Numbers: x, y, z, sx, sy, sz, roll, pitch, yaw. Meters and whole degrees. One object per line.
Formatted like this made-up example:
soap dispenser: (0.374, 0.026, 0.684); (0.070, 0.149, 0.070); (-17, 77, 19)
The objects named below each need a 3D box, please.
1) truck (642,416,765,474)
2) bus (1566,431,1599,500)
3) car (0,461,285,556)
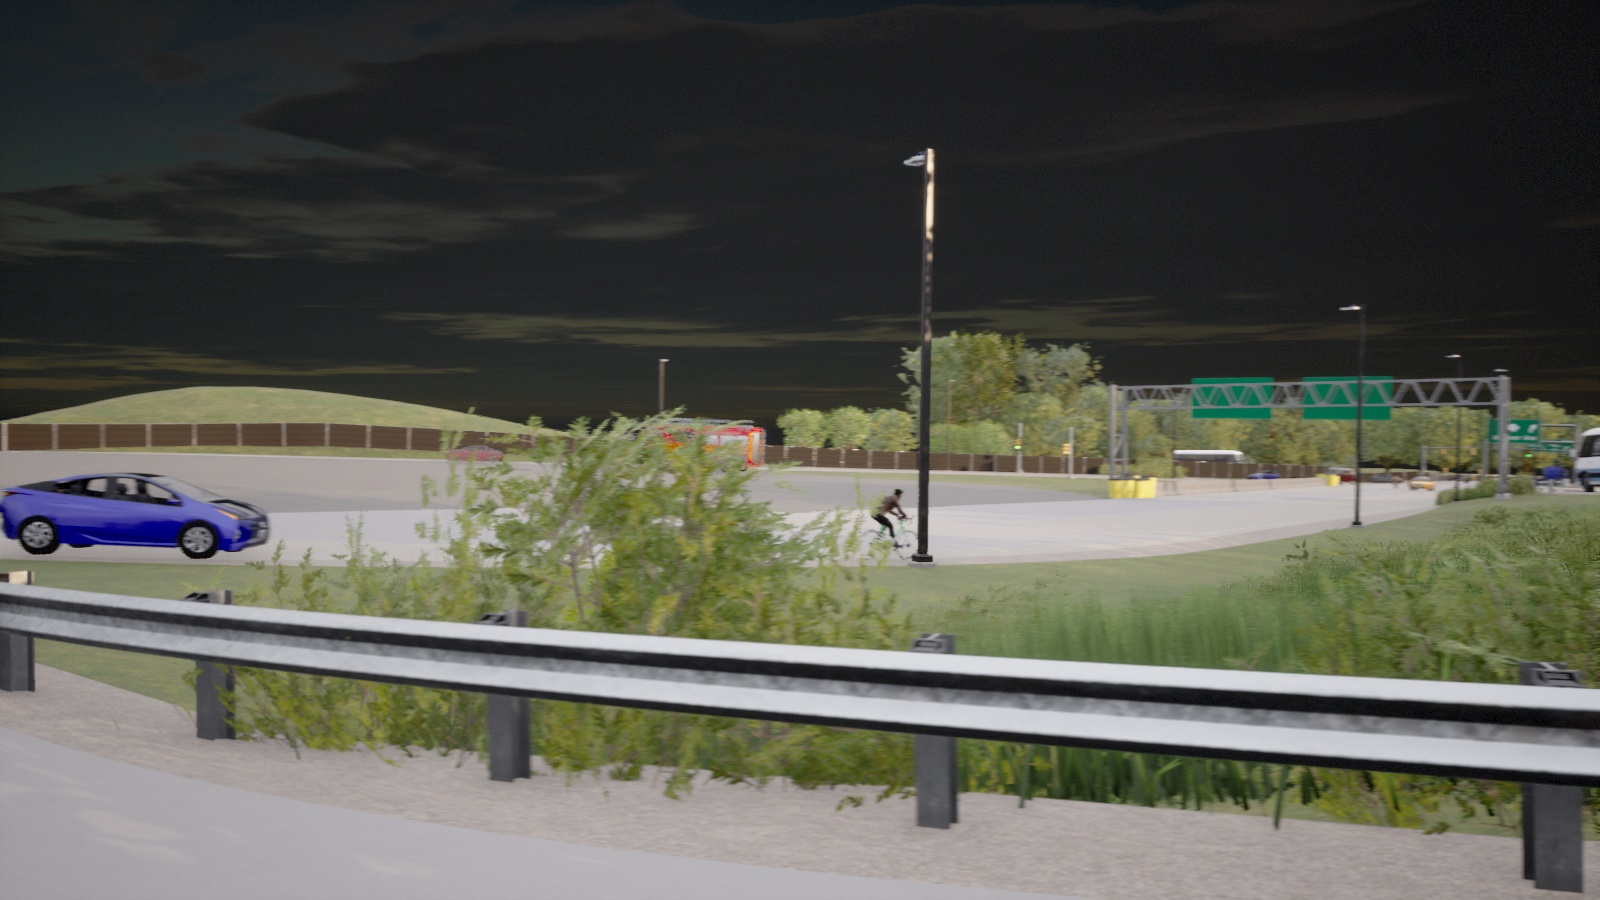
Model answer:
truck: (-7.082, -0.378, 92.011); (8.468, 3.827, 2.891); (3, 1, 22)
bus: (51.198, 0.977, 76.631); (3.944, 4.253, 10.273); (2, -2, 9)
car: (-12.420, 1.071, 23.734); (4.514, 1.525, 2.007); (2, 0, -4)
